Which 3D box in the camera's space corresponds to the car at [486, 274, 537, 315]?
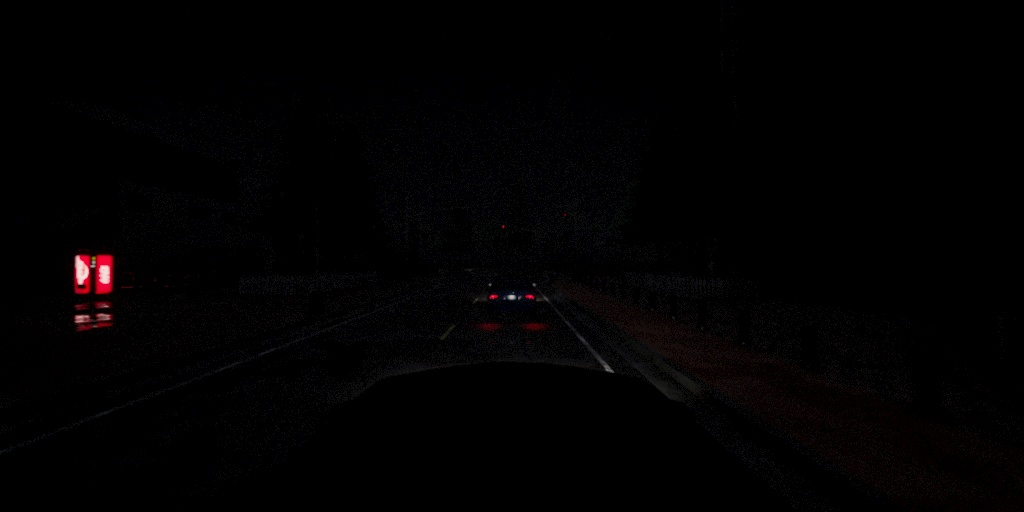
[{"bbox_3d":[0.003,1.433,14.351,2.033,1.411,5.357,0,-1,0],"label":"car"}]
